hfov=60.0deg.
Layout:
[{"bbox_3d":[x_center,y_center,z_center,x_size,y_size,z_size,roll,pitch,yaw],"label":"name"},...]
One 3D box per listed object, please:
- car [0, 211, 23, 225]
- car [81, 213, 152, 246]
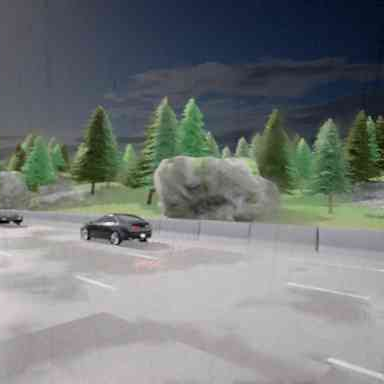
[{"bbox_3d":[-17.011,2.358,29.930,4.718,1.301,1.895,-2,-2,43],"label":"car"},{"bbox_3d":[-4.141,1.905,17.772,4.892,1.490,1.837,-2,-2,43],"label":"car"}]
